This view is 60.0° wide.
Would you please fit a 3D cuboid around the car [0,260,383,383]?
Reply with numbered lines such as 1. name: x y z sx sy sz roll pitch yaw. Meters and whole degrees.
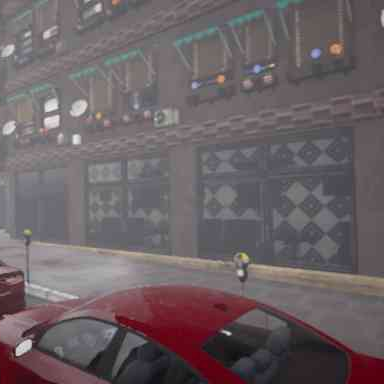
1. car: -0.393 1.558 3.020 4.507 1.381 1.887 0 -2 35
